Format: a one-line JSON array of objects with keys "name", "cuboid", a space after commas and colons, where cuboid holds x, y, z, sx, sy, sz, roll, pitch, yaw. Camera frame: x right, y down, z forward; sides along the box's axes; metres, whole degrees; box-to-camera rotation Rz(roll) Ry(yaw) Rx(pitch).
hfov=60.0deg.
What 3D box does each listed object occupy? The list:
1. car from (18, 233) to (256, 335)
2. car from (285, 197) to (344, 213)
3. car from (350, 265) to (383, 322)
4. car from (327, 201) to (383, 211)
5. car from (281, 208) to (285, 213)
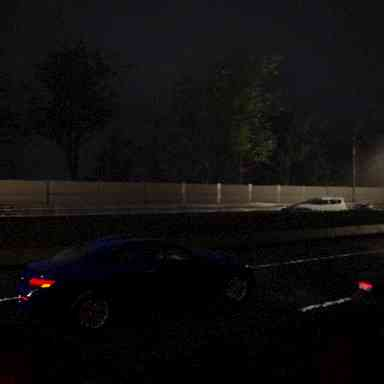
[{"name": "car", "cuboid": [-0.886, 1.584, 6.736, 4.674, 1.442, 1.812, 0, -1, -29]}, {"name": "car", "cuboid": [11.360, 1.496, 29.599, 5.566, 2.045, 2.150, 0, -1, -29]}, {"name": "car", "cuboid": [5.308, 1.608, 6.130, 5.357, 1.411, 2.033, 0, -1, -29]}, {"name": "car", "cuboid": [13.691, 1.745, 26.883, 4.902, 1.511, 2.128, 0, -1, -29]}, {"name": "car", "cuboid": [11.163, 1.786, 33.478, 5.008, 1.535, 1.882, 0, -1, -29]}]
